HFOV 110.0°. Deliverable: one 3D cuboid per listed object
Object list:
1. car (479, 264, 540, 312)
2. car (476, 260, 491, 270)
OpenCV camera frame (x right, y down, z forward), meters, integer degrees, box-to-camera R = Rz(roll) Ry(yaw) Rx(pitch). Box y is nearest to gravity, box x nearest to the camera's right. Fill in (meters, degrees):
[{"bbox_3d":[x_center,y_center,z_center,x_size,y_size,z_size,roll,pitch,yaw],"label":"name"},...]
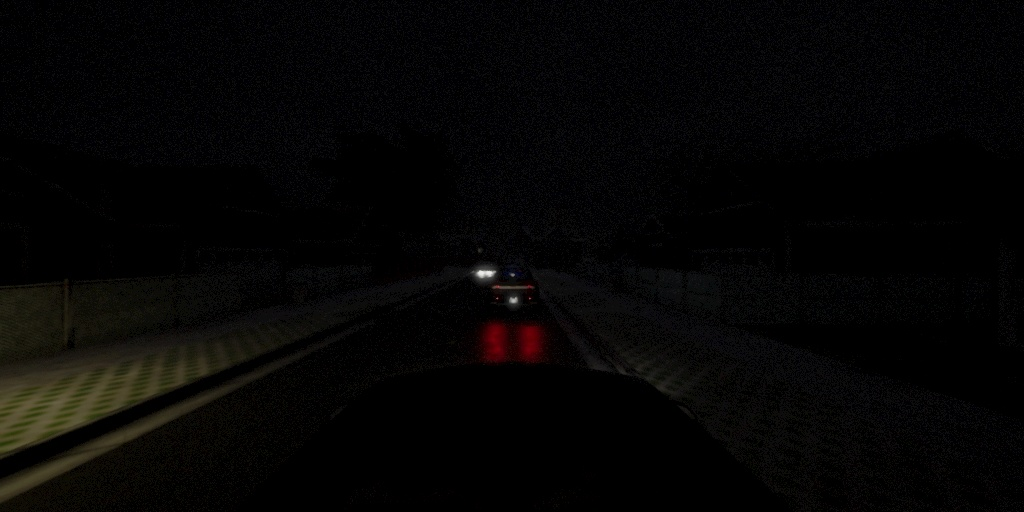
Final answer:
[{"bbox_3d":[0.066,1.251,14.178,2.128,1.511,4.902,0,0,0],"label":"car"},{"bbox_3d":[-3.988,1.275,50.651,2.128,1.511,4.902,0,0,-12],"label":"car"}]
